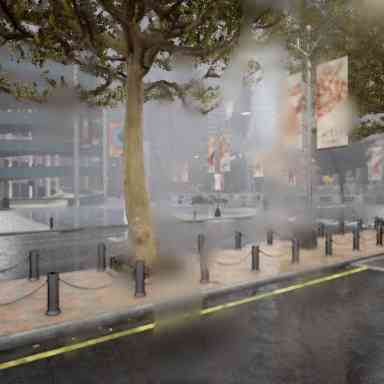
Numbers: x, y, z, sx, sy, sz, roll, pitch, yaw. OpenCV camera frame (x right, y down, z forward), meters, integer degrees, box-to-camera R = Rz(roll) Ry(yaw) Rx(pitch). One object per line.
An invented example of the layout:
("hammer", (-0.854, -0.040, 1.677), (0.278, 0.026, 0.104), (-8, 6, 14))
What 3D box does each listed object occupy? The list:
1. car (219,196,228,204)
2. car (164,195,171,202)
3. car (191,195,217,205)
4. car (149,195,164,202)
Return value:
("car", (4.184, 1.271, 57.525), (1.882, 1.535, 5.008), (0, 0, -35))
("car", (-6.334, 1.351, 70.268), (4.181, 1.385, 1.994), (0, 0, 41))
("car", (1.823, 1.317, 54.771), (1.837, 1.490, 4.892), (0, 0, -36))
("car", (-8.311, 1.380, 67.250), (4.181, 1.385, 1.994), (0, 0, 42))
